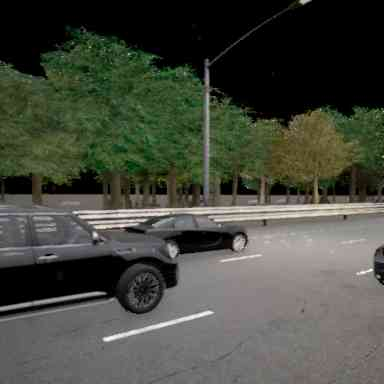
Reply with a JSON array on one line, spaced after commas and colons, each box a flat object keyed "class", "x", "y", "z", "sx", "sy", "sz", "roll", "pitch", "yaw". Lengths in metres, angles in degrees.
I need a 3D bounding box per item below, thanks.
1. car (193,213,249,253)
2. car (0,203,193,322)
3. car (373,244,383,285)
[{"class": "car", "x": -0.074, "y": 1.516, "z": 12.287, "sx": 5.008, "sy": 1.535, "sz": 1.882, "roll": 0, "pitch": 0, "yaw": -35}, {"class": "car", "x": -2.920, "y": 1.226, "z": 5.961, "sx": 5.566, "sy": 2.045, "sz": 2.150, "roll": 0, "pitch": 0, "yaw": -35}, {"class": "car", "x": 6.414, "y": 1.560, "z": 8.313, "sx": 4.892, "sy": 1.490, "sz": 1.837, "roll": 0, "pitch": 0, "yaw": -35}]
